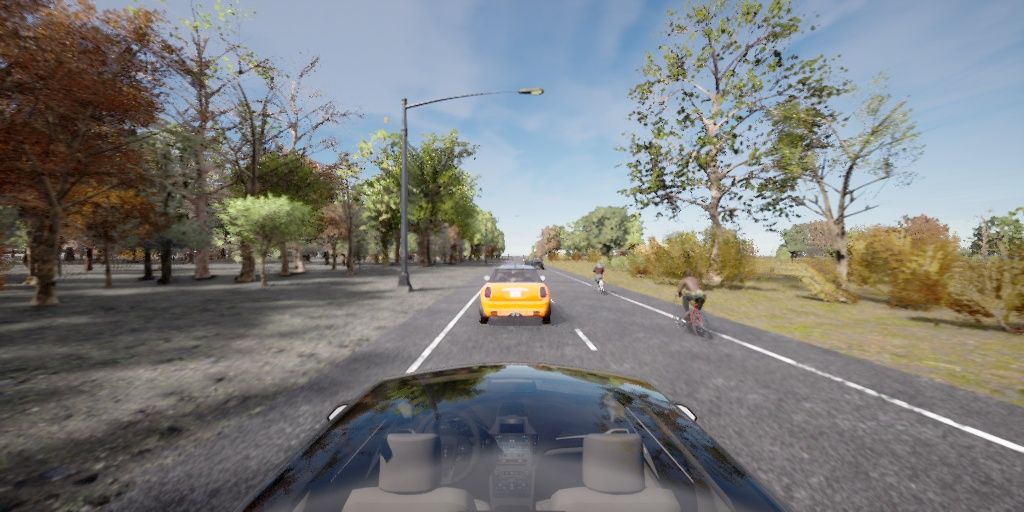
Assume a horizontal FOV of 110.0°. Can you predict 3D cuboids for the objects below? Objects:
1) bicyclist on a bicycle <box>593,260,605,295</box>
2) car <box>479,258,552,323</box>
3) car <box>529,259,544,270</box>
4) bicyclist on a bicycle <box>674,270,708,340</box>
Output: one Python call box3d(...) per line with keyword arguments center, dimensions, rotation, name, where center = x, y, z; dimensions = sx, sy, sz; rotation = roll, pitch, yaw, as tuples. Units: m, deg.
box3d(center=(4.464, 1.090, 18.590), dimensions=(0.659, 1.776, 1.843), rotation=(0, 0, 0), name="bicyclist on a bicycle")
box3d(center=(0.097, 1.083, 12.195), dimensions=(2.097, 1.767, 4.553), rotation=(0, 0, 0), name="car")
box3d(center=(3.590, 1.164, 52.607), dimensions=(1.837, 1.490, 4.892), rotation=(0, 0, 0), name="car")
box3d(center=(4.465, 1.190, 8.989), dimensions=(0.582, 1.620, 1.656), rotation=(0, 0, 0), name="bicyclist on a bicycle")
